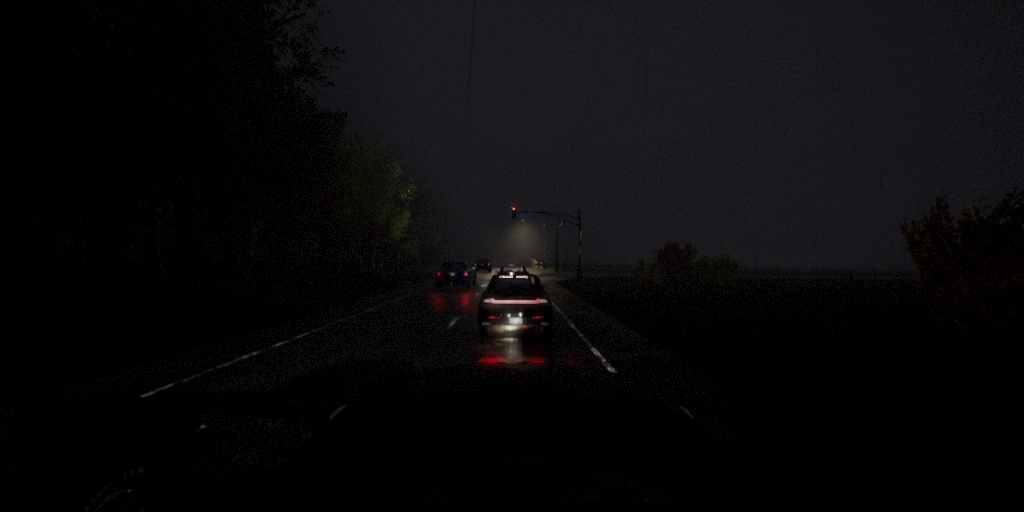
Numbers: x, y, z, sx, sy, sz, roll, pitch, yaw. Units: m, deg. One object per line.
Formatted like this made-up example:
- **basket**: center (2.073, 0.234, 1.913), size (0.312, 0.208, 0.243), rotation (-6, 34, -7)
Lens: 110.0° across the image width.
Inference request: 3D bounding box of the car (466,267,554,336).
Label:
- **car**: center (0.084, 1.237, 10.427), size (2.128, 1.511, 4.902), rotation (0, 0, 0)

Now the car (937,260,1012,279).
- **car**: center (50.198, 1.492, 38.735), size (5.566, 2.045, 2.150), rotation (1, -1, 1)

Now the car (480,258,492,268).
- **car**: center (-3.492, 1.077, 44.231), size (2.097, 1.767, 4.553), rotation (0, 0, 0)

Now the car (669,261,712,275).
- **car**: center (20.968, 1.360, 42.413), size (4.553, 1.767, 2.097), rotation (1, -1, 0)

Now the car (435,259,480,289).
- **car**: center (-3.444, 1.092, 22.828), size (2.097, 1.767, 4.553), rotation (0, 0, 0)

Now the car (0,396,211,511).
- **car**: center (-3.395, 1.351, 0.755), size (1.895, 1.301, 4.718), rotation (0, 0, 0)

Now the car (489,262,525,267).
- **car**: center (0.066, 1.233, 19.825), size (2.128, 1.511, 4.902), rotation (0, 0, 0)
